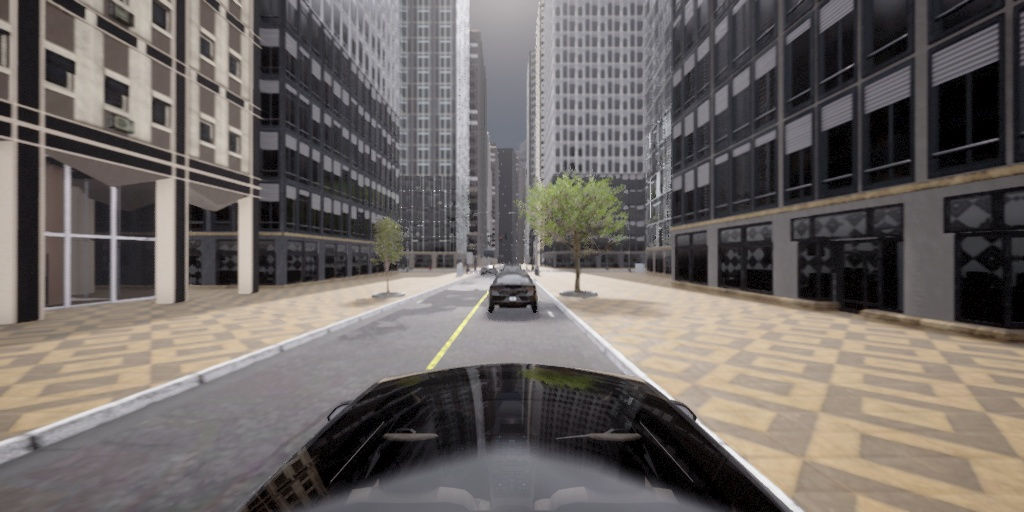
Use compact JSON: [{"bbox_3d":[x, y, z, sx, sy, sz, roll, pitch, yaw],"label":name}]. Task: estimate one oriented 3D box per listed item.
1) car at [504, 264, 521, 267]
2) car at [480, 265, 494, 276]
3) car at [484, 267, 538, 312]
[{"bbox_3d":[0.041,1.451,28.982,2.097,1.767,4.553,0,-1,1],"label":"car"},{"bbox_3d":[-3.059,1.915,47.629,1.994,1.385,4.181,0,-1,0],"label":"car"},{"bbox_3d":[0.052,1.399,15.272,1.882,1.535,5.008,0,0,0],"label":"car"}]
